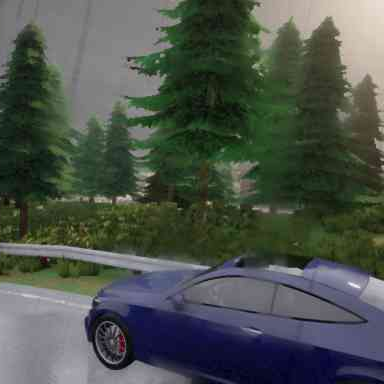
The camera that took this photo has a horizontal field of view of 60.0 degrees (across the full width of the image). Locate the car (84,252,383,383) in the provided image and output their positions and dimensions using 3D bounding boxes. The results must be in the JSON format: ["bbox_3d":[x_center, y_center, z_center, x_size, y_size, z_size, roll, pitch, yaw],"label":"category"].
[{"bbox_3d":[0.779,1.499,4.083,4.674,1.442,1.812,1,1,31],"label":"car"}]
